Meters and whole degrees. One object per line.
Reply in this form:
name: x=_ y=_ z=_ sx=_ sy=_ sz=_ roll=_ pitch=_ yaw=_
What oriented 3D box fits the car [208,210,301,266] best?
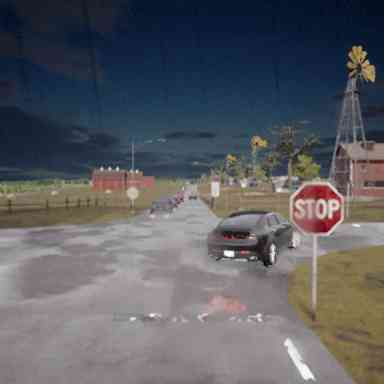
car: x=2.229 y=1.375 z=11.208 sx=1.837 sy=1.490 sz=4.892 roll=-2 pitch=0 yaw=30

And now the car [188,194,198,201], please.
car: x=0.175 y=1.135 z=72.003 sx=1.812 sy=1.442 sz=4.674 roll=0 pitch=0 yaw=0

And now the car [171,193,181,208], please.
car: x=-2.736 y=1.200 z=41.135 sx=1.994 sy=1.385 sz=4.181 roll=0 pitch=0 yaw=1

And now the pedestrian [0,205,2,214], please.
pedestrian: x=-12.104 y=1.215 z=20.622 sx=0.375 sy=1.860 sz=0.375 roll=0 pitch=3 yaw=0

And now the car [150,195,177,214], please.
car: x=-2.772 y=1.259 z=31.229 sx=1.994 sy=1.385 sz=4.181 roll=0 pitch=0 yaw=0

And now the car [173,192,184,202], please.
car: x=-2.706 y=1.093 z=51.319 sx=2.128 sy=1.511 sz=4.902 roll=0 pitch=0 yaw=0
